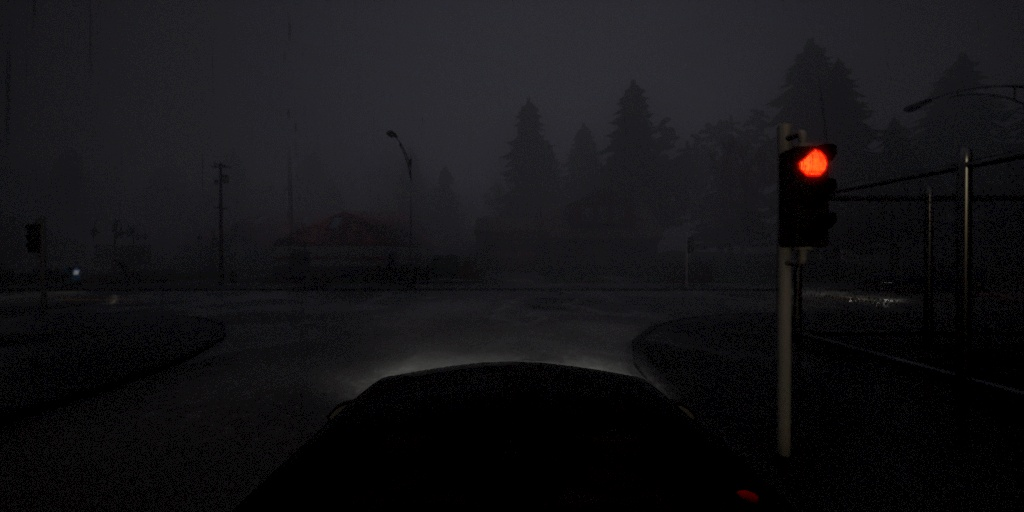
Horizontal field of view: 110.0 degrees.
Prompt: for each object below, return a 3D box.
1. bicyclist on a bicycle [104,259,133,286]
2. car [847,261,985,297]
[{"bbox_3d":[-23.988,0.987,21.890,0.582,1.620,1.656,0,1,0],"label":"bicyclist on a bicycle"},{"bbox_3d":[20.061,1.140,17.726,5.008,1.535,1.882,0,0,0],"label":"car"}]
